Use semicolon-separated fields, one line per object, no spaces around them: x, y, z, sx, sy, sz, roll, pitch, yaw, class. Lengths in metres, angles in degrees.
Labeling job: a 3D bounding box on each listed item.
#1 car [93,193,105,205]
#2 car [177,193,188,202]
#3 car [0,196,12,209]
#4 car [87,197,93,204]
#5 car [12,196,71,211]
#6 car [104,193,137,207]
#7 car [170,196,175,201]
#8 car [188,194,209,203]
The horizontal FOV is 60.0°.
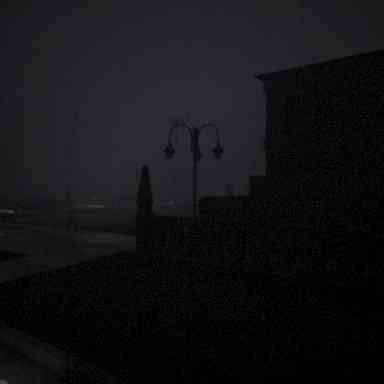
-11.368;1.222;47.156;1.994;1.385;4.181;1;0;36;car
-0.375;1.153;62.110;2.128;1.511;4.902;1;0;37;car
-18.573;1.183;37.291;1.812;1.442;4.674;1;0;36;car
-13.520;0.977;50.128;2.097;1.767;4.553;1;0;36;car
-15.636;1.238;35.385;2.033;1.411;5.357;1;0;36;car
-8.863;1.196;44.637;1.837;1.490;4.892;1;0;37;car
-2.253;0.983;65.444;2.097;1.767;4.553;1;0;36;car
1.861;1.293;59.257;1.895;1.301;4.718;1;0;37;car
